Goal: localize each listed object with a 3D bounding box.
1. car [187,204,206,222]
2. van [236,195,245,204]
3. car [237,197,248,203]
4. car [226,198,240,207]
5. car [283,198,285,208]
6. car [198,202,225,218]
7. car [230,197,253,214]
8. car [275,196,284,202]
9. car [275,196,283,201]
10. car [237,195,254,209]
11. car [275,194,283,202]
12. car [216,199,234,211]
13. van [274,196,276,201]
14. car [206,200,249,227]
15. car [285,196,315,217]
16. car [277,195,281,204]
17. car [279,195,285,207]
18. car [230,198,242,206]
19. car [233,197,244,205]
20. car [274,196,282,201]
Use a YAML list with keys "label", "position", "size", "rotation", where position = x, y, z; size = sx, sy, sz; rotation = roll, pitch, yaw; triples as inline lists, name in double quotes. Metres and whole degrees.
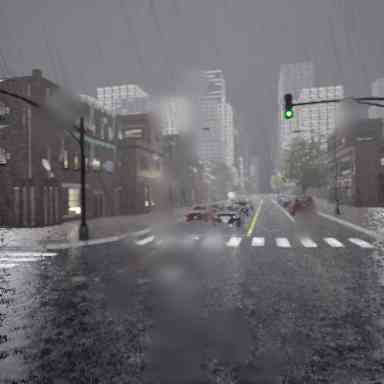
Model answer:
- label: "car"
  position: [0.753, 1.678, 27.362]
  size: [1.887, 1.381, 4.507]
  rotation: [-1, 0, 12]
- label: "van"
  position: [10.336, 1.553, 70.509]
  size: [1.690, 1.788, 3.998]
  rotation: [-1, 0, 12]
- label: "car"
  position: [11.528, 1.777, 75.905]
  size: [2.008, 1.369, 4.403]
  rotation: [-1, 0, 12]
- label: "car"
  position: [6.778, 1.758, 54.320]
  size: [1.802, 1.307, 4.206]
  rotation: [-1, 0, 12]
- label: "car"
  position: [11.396, 1.538, 36.331]
  size: [1.947, 1.339, 4.313]
  rotation: [-1, 0, 12]
- label: "car"
  position: [2.026, 1.705, 32.735]
  size: [1.947, 1.339, 4.313]
  rotation: [-1, 0, 12]
- label: "car"
  position: [4.810, 1.591, 33.323]
  size: [1.837, 1.490, 4.892]
  rotation: [-1, 0, 13]
- label: "car"
  position: [20.935, 1.592, 79.666]
  size: [1.752, 1.417, 4.829]
  rotation: [-1, 0, 12]
- label: "car"
  position: [22.087, 1.663, 84.895]
  size: [1.802, 1.307, 4.206]
  rotation: [-1, 0, 12]
- label: "car"
  position: [7.049, 1.594, 43.466]
  size: [2.128, 1.511, 4.902]
  rotation: [-1, 0, 12]
- label: "car"
  position: [17.335, 1.606, 63.311]
  size: [1.802, 1.307, 4.206]
  rotation: [-1, 0, 12]
- label: "car"
  position: [4.364, 1.681, 43.362]
  size: [1.752, 1.417, 4.829]
  rotation: [-1, 0, 12]
- label: "van"
  position: [19.707, 1.393, 74.106]
  size: [1.690, 1.788, 3.998]
  rotation: [-1, 0, 12]
- label: "car"
  position: [2.618, 1.564, 23.387]
  size: [2.128, 1.511, 4.902]
  rotation: [-1, 0, 12]
- label: "car"
  position: [10.204, 1.279, 30.936]
  size: [2.192, 1.841, 5.009]
  rotation: [-1, 0, 12]
- label: "car"
  position: [14.959, 1.551, 52.520]
  size: [2.008, 1.369, 4.403]
  rotation: [-1, 0, 12]
- label: "car"
  position: [13.772, 1.556, 47.124]
  size: [1.947, 1.339, 4.313]
  rotation: [-1, 0, 12]
- label: "car"
  position: [7.965, 1.769, 59.716]
  size: [1.802, 1.307, 4.206]
  rotation: [-1, 0, 12]
- label: "car"
  position: [9.115, 1.724, 64.946]
  size: [1.752, 1.417, 4.829]
  rotation: [-1, 0, 12]
- label: "car"
  position: [23.275, 1.662, 90.292]
  size: [1.947, 1.339, 4.313]
  rotation: [-1, 0, 12]
